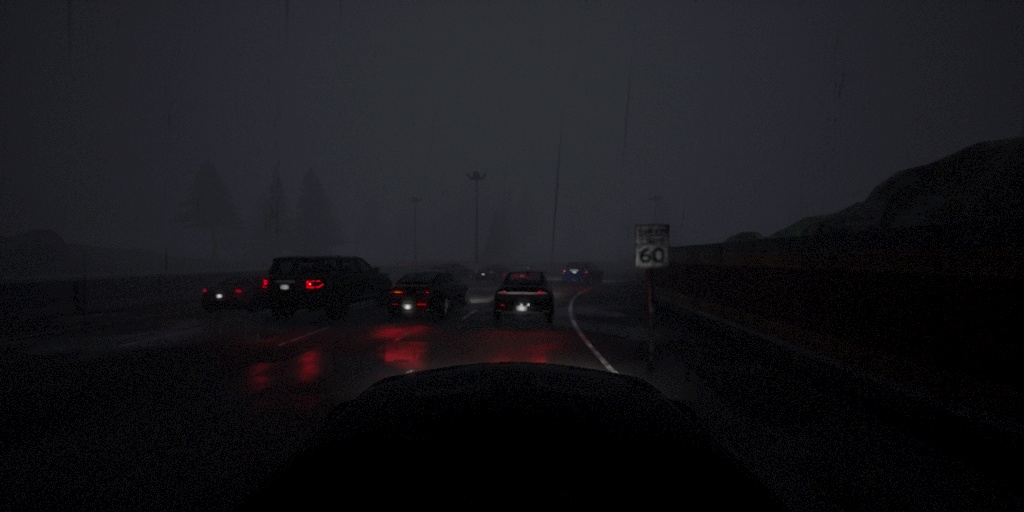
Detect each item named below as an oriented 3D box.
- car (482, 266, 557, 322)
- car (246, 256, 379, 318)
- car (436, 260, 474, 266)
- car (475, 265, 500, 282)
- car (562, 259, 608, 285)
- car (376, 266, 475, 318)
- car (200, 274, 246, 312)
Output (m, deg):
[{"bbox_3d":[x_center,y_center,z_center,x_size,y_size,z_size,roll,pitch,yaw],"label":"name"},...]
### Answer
[{"bbox_3d":[0.527,1.271,12.539,2.128,1.511,4.902,0,0,6],"label":"car"},{"bbox_3d":[-6.438,1.003,13.248,2.150,2.045,5.566,0,0,6],"label":"car"},{"bbox_3d":[-4.940,1.327,29.937,1.837,1.490,4.892,-1,0,26],"label":"car"},{"bbox_3d":[-1.277,1.385,29.380,1.994,1.385,4.181,0,0,28],"label":"car"},{"bbox_3d":[5.434,1.168,27.086,2.097,1.767,4.553,0,0,29],"label":"car"},{"bbox_3d":[-2.893,1.286,13.289,1.837,1.490,4.892,0,0,7],"label":"car"},{"bbox_3d":[-9.793,1.348,14.289,1.994,1.385,4.181,0,0,7],"label":"car"}]
